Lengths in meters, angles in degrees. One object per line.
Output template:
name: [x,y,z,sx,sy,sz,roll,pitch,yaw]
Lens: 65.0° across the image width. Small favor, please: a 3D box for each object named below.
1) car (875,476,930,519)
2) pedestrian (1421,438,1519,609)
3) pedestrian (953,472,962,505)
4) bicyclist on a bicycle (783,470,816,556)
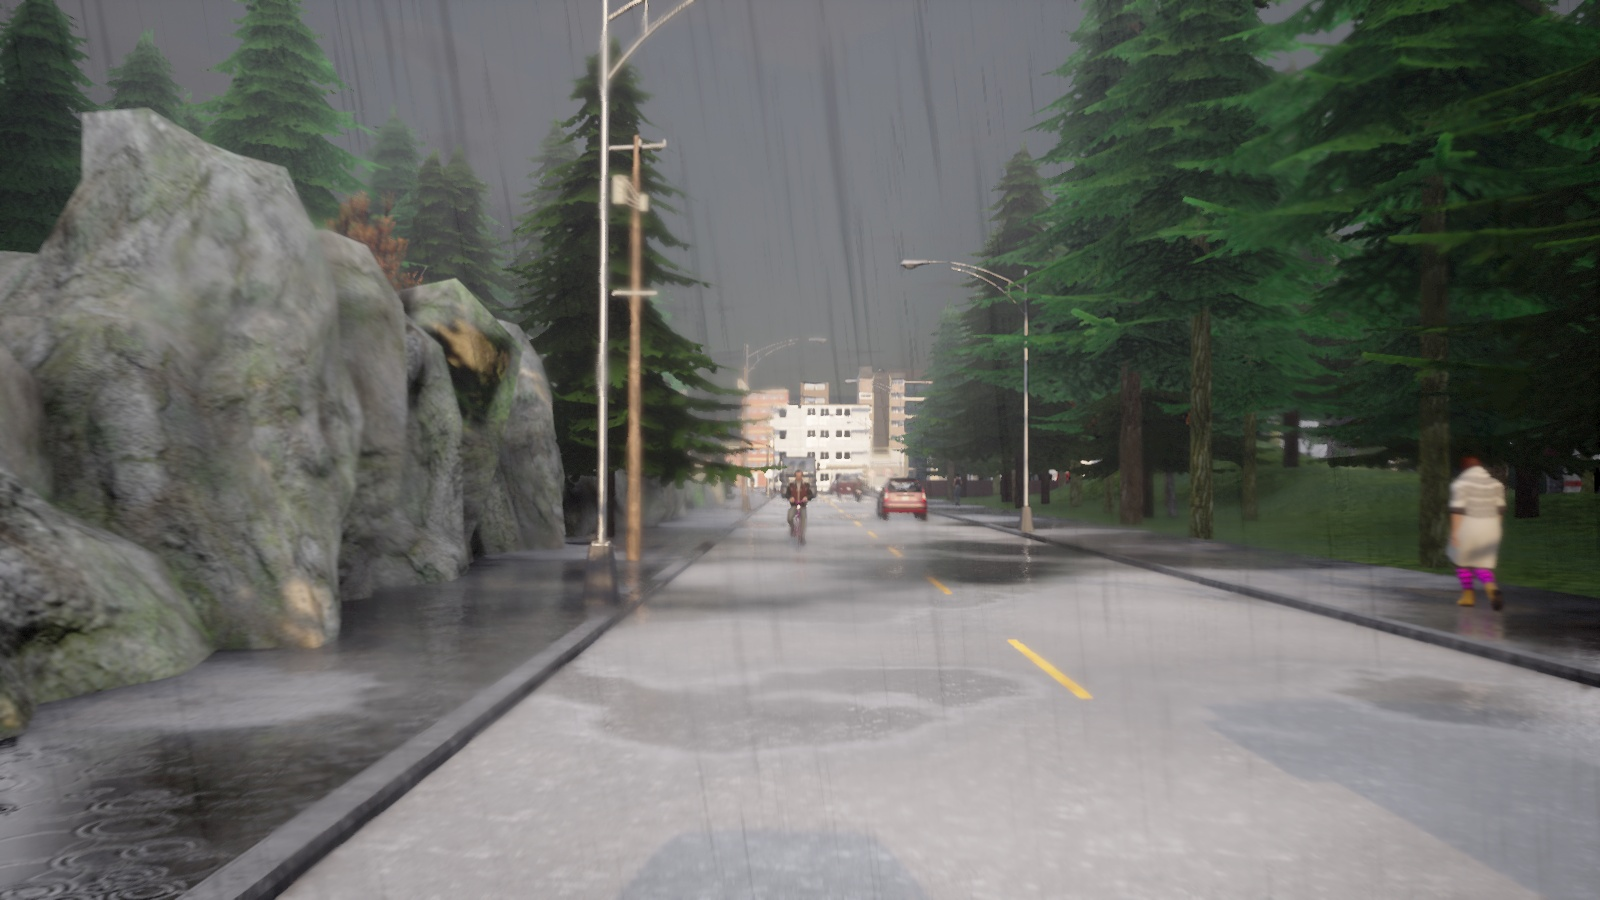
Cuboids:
car: [3.980,1.852,49.357,1.851,1.617,3.988,0,-1,0]
pedestrian: [7.850,0.846,14.745,0.659,1.952,0.873,0,-1,0]
pedestrian: [8.822,2.132,70.364,0.345,1.836,0.594,0,-1,-8]
bicyclist on a bicycle: [-0.013,1.319,26.863,0.659,1.776,1.843,0,-2,0]
